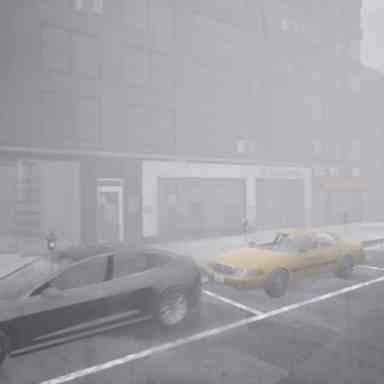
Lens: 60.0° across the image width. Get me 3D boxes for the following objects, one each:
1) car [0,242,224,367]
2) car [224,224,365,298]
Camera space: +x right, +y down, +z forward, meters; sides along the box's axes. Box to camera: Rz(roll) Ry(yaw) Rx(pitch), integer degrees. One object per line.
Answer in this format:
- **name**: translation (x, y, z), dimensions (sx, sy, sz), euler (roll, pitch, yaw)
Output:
- **car**: translation (-1.806, 1.565, 5.372), dimensions (4.313, 1.339, 1.947), euler (0, -1, -36)
- **car**: translation (2.537, 1.521, 8.472), dimensions (4.829, 1.417, 1.752), euler (0, -1, -36)
